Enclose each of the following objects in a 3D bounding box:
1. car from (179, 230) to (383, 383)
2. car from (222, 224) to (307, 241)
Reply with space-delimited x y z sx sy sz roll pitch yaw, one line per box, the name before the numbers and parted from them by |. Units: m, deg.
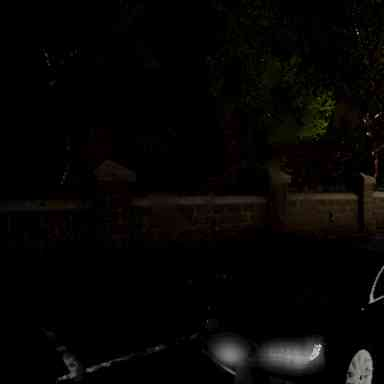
car | 2.372 1.471 4.948 4.892 1.490 1.837 -1 0 -36
car | 1.785 1.502 7.827 4.507 1.381 1.887 -1 1 -36
